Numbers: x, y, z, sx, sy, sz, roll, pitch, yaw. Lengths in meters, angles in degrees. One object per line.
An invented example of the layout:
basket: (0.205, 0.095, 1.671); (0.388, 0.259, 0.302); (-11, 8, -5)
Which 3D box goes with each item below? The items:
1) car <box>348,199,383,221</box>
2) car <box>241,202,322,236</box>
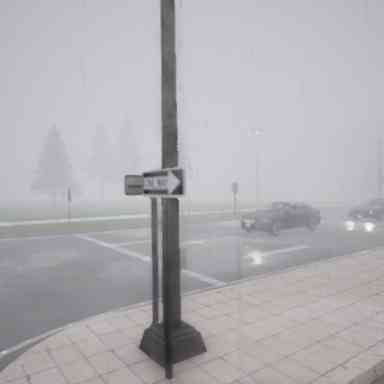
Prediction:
car: (13.043, 1.169, 23.070); (5.357, 1.411, 2.033); (-1, 1, -35)
car: (4.645, 1.276, 17.123); (4.902, 1.511, 2.128); (-1, 1, -35)
